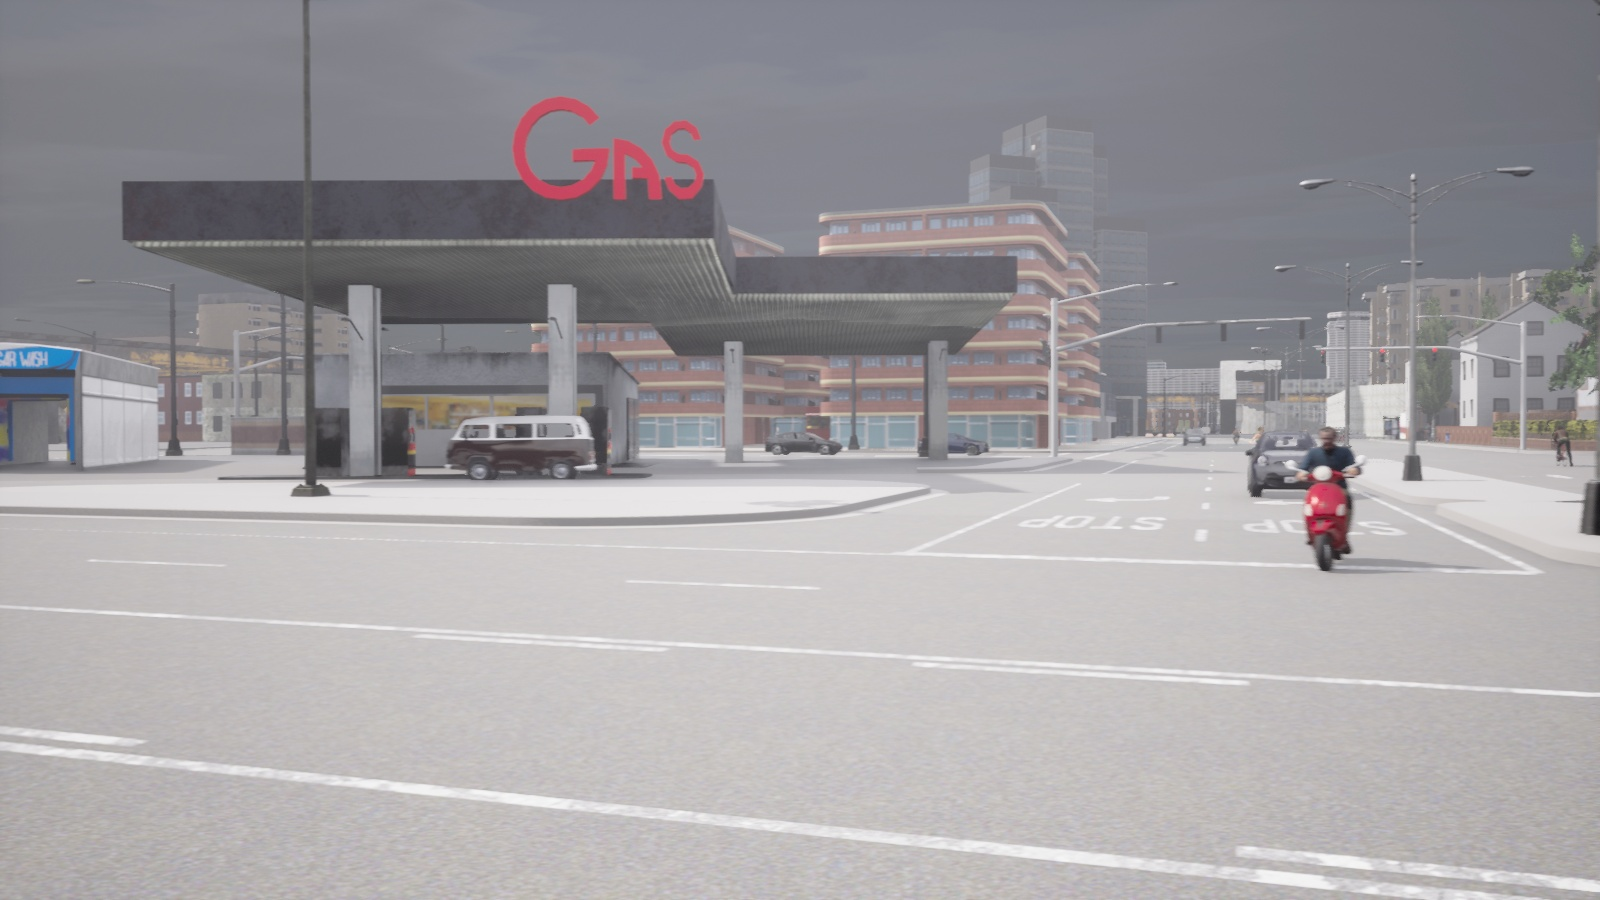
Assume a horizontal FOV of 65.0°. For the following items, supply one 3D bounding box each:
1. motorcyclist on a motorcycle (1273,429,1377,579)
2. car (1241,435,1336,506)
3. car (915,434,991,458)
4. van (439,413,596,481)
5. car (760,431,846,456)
[{"bbox_3d":[6.012,0.573,14.311,0.866,1.590,1.817,-1,0,29],"label":"motorcyclist on a motorcycle"},{"bbox_3d":[11.248,0.417,29.110,1.845,1.501,3.633,1,1,18],"label":"car"},{"bbox_3d":[8.964,-0.254,73.584,4.181,1.385,1.994,0,1,16],"label":"car"},{"bbox_3d":[-8.650,-0.103,38.748,4.480,2.038,2.069,0,1,-5],"label":"van"},{"bbox_3d":[0.172,-0.397,76.389,4.792,1.488,2.163,1,1,17],"label":"car"}]
